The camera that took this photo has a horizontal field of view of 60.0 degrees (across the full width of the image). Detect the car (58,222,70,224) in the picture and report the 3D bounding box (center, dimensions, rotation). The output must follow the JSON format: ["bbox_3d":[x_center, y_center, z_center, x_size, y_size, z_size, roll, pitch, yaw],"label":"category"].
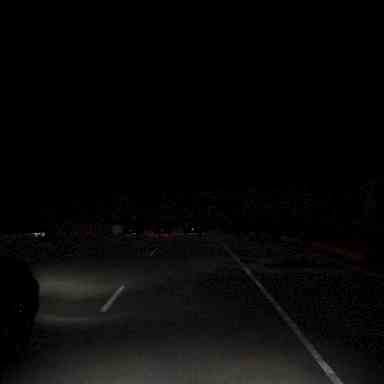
[{"bbox_3d":[-17.597,4.908,45.651,1.882,1.535,5.008,0,-6,0],"label":"car"}]

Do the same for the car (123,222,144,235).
[{"bbox_3d":[-6.918,4.315,39.592,1.837,1.490,4.892,0,-6,0],"label":"car"}]

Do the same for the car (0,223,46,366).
[{"bbox_3d":[-3.402,1.240,2.745,2.150,2.045,5.566,0,-1,0],"label":"car"}]

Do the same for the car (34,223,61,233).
[{"bbox_3d":[-21.078,5.272,48.728,1.812,1.442,4.674,0,-6,0],"label":"car"}]

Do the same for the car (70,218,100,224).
[{"bbox_3d":[-14.099,4.606,45.216,2.150,2.045,5.566,0,-6,0],"label":"car"}]

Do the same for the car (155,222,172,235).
[{"bbox_3d":[-3.417,4.398,40.193,1.812,1.442,4.674,0,-6,0],"label":"car"}]

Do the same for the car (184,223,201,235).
[{"bbox_3d":[0.082,4.443,40.261,1.994,1.385,4.181,0,-6,0],"label":"car"}]
